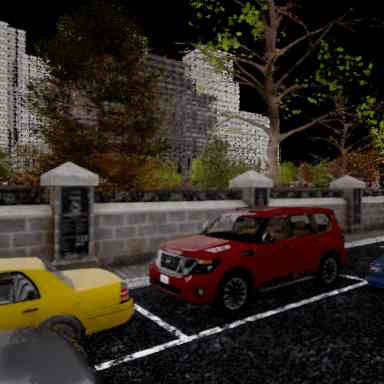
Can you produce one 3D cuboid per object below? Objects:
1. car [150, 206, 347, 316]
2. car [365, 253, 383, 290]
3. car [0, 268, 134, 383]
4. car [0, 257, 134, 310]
[{"bbox_3d":[1.539,1.292,7.653,5.009,1.841,2.192,0,0,-35],"label":"car"},{"bbox_3d":[6.283,1.508,7.834,5.357,1.411,2.033,0,0,-35],"label":"car"},{"bbox_3d":[-2.951,1.556,1.254,5.357,1.411,2.033,0,0,-35],"label":"car"},{"bbox_3d":[-3.182,1.526,4.286,4.829,1.417,1.752,0,0,-35],"label":"car"}]
